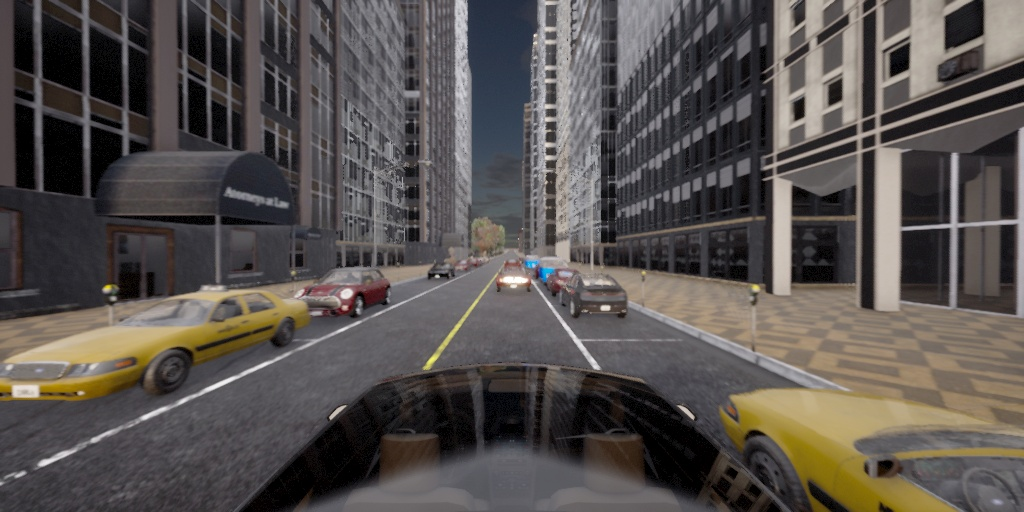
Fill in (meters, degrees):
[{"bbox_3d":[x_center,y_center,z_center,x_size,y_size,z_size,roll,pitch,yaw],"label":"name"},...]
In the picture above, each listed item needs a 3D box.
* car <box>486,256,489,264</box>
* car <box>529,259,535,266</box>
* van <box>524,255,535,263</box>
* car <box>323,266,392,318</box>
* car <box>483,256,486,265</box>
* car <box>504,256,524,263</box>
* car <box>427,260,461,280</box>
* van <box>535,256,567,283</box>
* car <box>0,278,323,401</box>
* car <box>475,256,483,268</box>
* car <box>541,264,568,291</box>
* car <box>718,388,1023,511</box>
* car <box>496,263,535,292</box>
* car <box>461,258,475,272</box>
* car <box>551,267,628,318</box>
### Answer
[{"bbox_3d":[-5.712,0.944,63.763,2.007,1.370,4.403,0,0,0],"label":"car"},{"bbox_3d":[2.680,1.146,29.575,1.888,1.381,4.507,0,0,0],"label":"car"},{"bbox_3d":[2.674,0.840,46.669,1.690,1.789,3.998,0,0,0],"label":"van"},{"bbox_3d":[-5.694,1.137,12.479,1.967,1.591,4.097,0,0,0],"label":"car"},{"bbox_3d":[-5.710,1.013,58.066,1.802,1.307,4.207,0,0,0],"label":"car"},{"bbox_3d":[0.086,1.017,40.094,1.882,1.535,5.008,0,0,0],"label":"car"},{"bbox_3d":[-5.700,1.168,29.573,1.948,1.339,4.313,0,0,0],"label":"car"},{"bbox_3d":[2.682,0.974,23.877,1.690,1.789,3.998,0,0,0],"label":"van"},{"bbox_3d":[-5.692,1.252,6.609,1.751,1.417,4.829,0,0,0],"label":"car"},{"bbox_3d":[-5.708,1.012,52.367,1.888,1.381,4.507,0,0,0],"label":"car"},{"bbox_3d":[2.684,1.248,18.178,1.802,1.307,4.207,0,0,0],"label":"car"},{"bbox_3d":[2.690,1.278,1.251,1.751,1.417,4.829,0,0,0],"label":"car"},{"bbox_3d":[0.092,1.253,20.662,1.895,1.301,4.718,0,0,0],"label":"car"},{"bbox_3d":[-5.704,1.117,40.970,1.802,1.307,4.207,0,0,0],"label":"car"},{"bbox_3d":[2.686,1.246,12.481,2.007,1.370,4.403,0,0,0],"label":"car"}]
